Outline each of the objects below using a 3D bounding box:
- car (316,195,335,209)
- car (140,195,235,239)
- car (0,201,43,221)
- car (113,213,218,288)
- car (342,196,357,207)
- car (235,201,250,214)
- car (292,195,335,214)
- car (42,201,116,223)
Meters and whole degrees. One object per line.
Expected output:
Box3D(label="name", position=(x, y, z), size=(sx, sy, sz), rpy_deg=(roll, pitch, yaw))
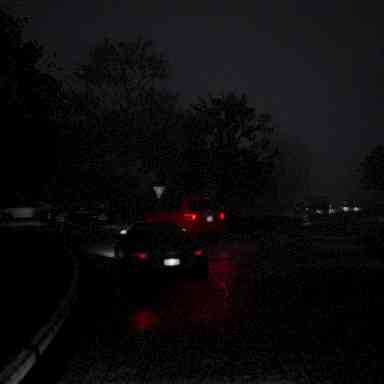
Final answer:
Box3D(label="car", position=(21.108, 1.530, 52.340), size=(2.150, 2.045, 5.566), rpy_deg=(0, 0, 28))
Box3D(label="car", position=(-0.647, 1.173, 15.856), size=(2.150, 2.045, 5.566), rpy_deg=(0, 0, -31))
Box3D(label="car", position=(-12.530, 1.425, 26.057), size=(4.674, 1.442, 1.812), rpy_deg=(0, 1, -10))
Box3D(label="car", position=(-1.016, 1.534, 9.382), size=(1.994, 1.385, 4.181), rpy_deg=(0, 0, -16))
Box3D(label="car", position=(26.978, 1.654, 57.082), size=(2.097, 1.767, 4.553), rpy_deg=(0, 0, 21))
Box3D(label="car", position=(3.545, 1.578, 34.456), size=(5.357, 1.411, 2.033), rpy_deg=(1, 0, -34))
Box3D(label="car", position=(13.659, 1.423, 37.959), size=(5.566, 2.045, 2.150), rpy_deg=(1, 0, -41))
Box3D(label="car", position=(-8.049, 1.420, 24.299), size=(4.892, 1.490, 1.837), rpy_deg=(0, 1, -22))
